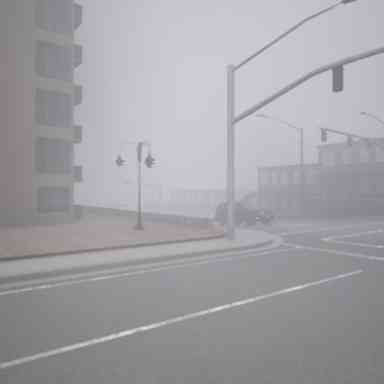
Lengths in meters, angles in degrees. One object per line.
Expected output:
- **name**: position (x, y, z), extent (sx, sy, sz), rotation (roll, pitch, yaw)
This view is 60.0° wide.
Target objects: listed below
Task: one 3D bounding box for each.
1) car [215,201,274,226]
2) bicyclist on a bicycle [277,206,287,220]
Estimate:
- **car**: position (4.284, 1.809, 28.191), extent (2.150, 2.045, 5.566), rotation (0, -5, -36)
- **bicyclist on a bicycle**: position (10.339, 2.485, 38.443), extent (1.656, 1.620, 0.582), rotation (0, -8, -36)
